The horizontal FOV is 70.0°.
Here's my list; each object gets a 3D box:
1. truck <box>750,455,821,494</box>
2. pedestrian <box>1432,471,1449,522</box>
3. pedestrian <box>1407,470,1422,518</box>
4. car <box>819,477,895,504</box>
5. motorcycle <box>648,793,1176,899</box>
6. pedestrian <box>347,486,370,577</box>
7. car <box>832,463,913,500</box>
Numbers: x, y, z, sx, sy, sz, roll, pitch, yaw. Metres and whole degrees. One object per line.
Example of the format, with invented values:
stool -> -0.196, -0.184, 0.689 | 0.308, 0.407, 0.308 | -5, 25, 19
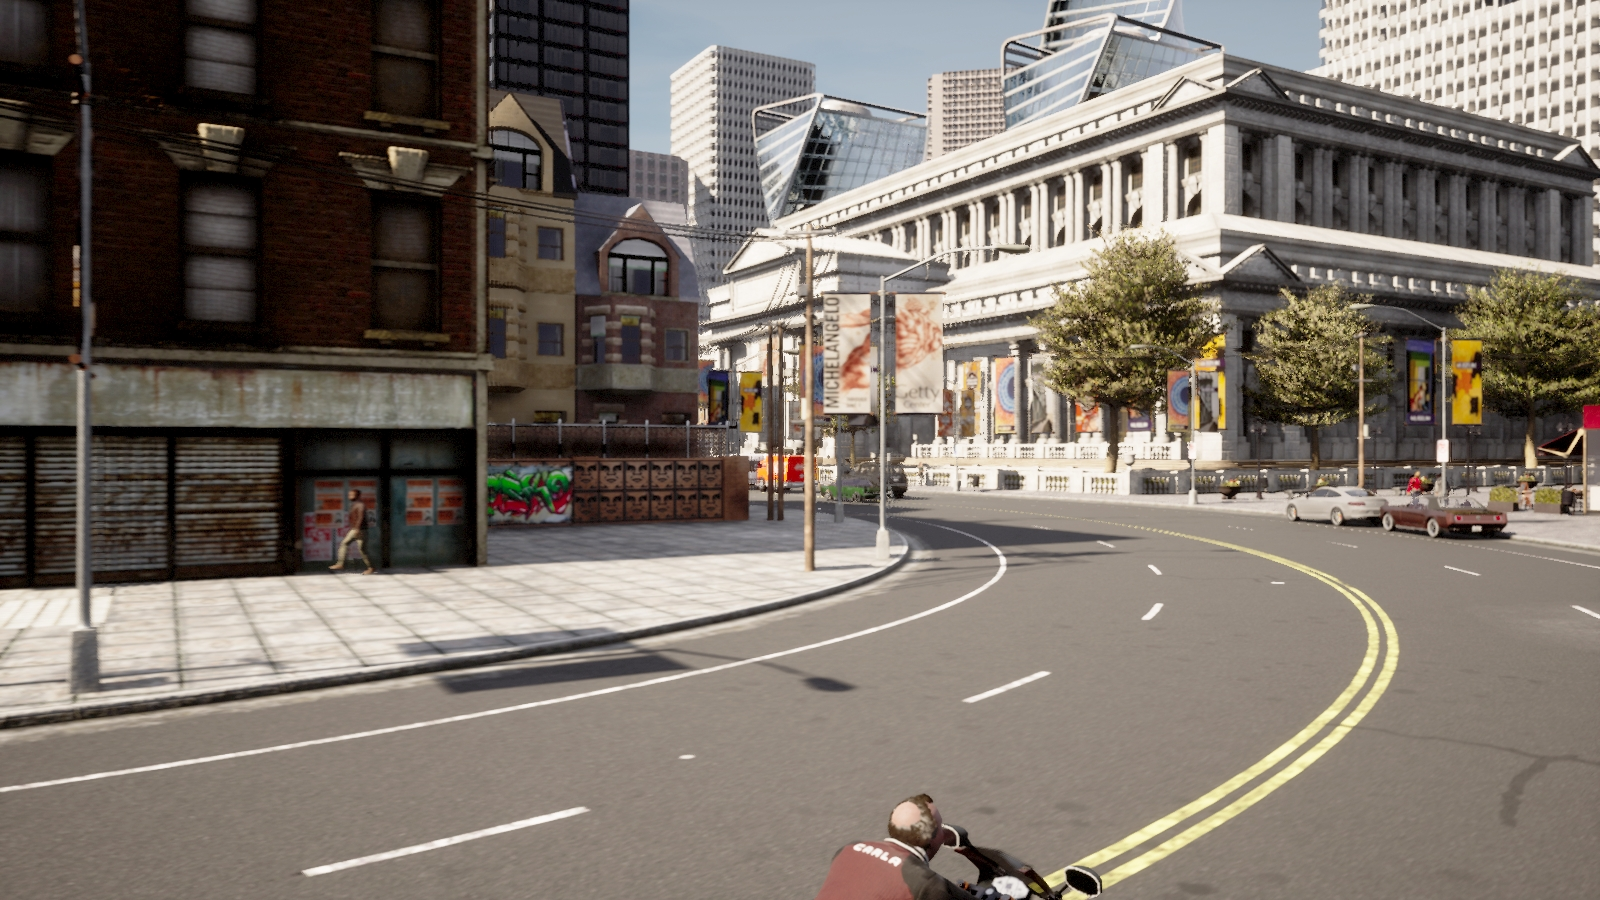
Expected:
truck -> -0.994, 1.584, 76.347 | 2.627, 2.467, 5.204 | 0, 0, -28
pedestrian -> 23.439, 1.702, 41.810 | 0.375, 1.860, 0.375 | 0, 0, -3
pedestrian -> 23.918, 1.705, 44.497 | 0.375, 1.860, 0.375 | 0, 0, -8
car -> 3.039, 2.168, 61.773 | 1.895, 1.301, 4.718 | 0, 0, -29
motorcycle -> 0.401, 2.206, 4.241 | 2.209, 1.251, 0.867 | 0, -1, -40
pedestrian -> -9.286, 1.703, 24.040 | 0.375, 1.860, 0.375 | 0, 0, -33
car -> 4.189, 1.793, 66.876 | 2.150, 2.045, 5.566 | 0, 0, -28
